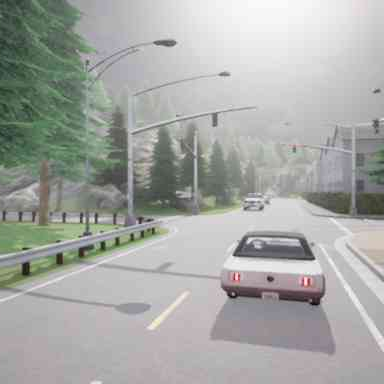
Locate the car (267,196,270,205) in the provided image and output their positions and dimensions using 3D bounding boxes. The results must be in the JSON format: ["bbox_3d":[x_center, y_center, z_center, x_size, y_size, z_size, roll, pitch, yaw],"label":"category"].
[{"bbox_3d":[12.603,1.434,58.337,2.128,1.511,4.902,0,0,17],"label":"car"}]

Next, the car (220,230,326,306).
[{"bbox_3d":[2.022,1.593,8.142,1.895,1.301,4.718,0,0,16],"label":"car"}]

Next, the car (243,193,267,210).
[{"bbox_3d":[7.823,1.181,41.812,2.150,2.045,5.566,0,0,16],"label":"car"}]
